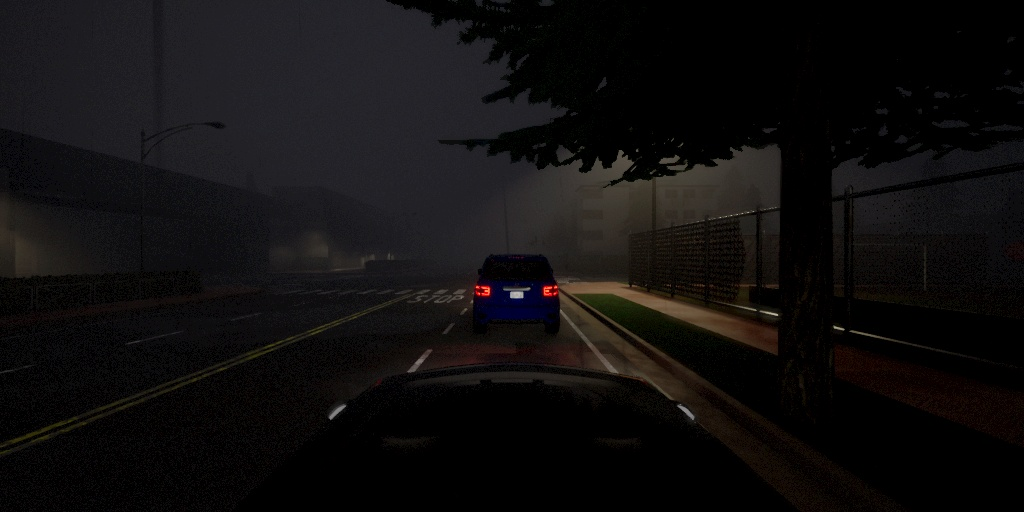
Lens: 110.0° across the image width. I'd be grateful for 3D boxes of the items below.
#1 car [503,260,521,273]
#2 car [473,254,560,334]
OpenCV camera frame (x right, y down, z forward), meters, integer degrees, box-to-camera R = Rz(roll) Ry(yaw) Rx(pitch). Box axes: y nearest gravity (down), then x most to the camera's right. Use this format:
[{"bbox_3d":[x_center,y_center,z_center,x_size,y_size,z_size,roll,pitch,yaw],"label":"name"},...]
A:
[{"bbox_3d":[0.015,1.241,45.649,2.128,1.511,4.902,0,0,0],"label":"car"},{"bbox_3d":[0.113,0.972,10.780,2.150,2.045,5.566,0,0,0],"label":"car"}]
